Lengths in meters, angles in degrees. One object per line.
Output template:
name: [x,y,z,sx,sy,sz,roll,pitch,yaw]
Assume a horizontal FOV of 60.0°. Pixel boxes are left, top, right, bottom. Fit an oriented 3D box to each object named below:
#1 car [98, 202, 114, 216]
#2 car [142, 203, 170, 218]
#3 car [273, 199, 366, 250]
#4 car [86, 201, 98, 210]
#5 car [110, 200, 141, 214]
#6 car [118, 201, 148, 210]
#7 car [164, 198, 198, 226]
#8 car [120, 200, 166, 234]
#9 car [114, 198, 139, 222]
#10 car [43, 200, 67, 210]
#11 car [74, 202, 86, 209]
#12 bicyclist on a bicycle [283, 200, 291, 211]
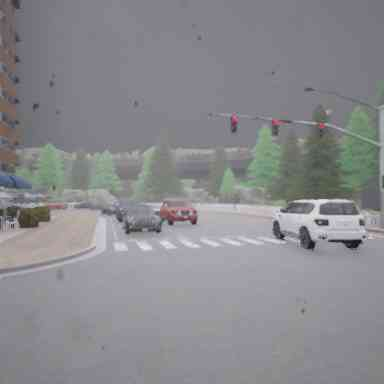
car: [-9.332,2.089,39.639,1.994,1.385,4.181,0,-1,-32]
car: [-4.013,1.979,36.292,1.812,1.442,4.674,0,-1,-21]
car: [5.490,1.351,15.111,2.150,2.045,5.566,0,-1,-5]
car: [-14.741,2.309,54.471,4.181,1.385,1.994,-1,-1,29]
car: [-9.028,1.947,45.236,2.097,1.767,4.553,0,-1,-42]
car: [-9.826,2.223,55.409,4.902,1.511,2.128,-1,-1,36]
car: [-1.169,1.542,27.123,2.150,2.045,5.566,0,-1,-15]
car: [-3.231,1.605,21.122,2.097,1.767,4.553,0,-1,-15]
car: [-5.672,1.607,30.388,2.150,2.045,5.566,0,-1,-16]
car: [-24.166,2.191,57.942,4.553,1.767,2.097,0,-1,13]
car: [-18.681,2.388,60.299,5.357,1.411,2.033,-1,-1,18]
bicyclist on a bicycle: [9.119,1.622,31.323,1.656,1.620,0.582,0,-1,-15]
